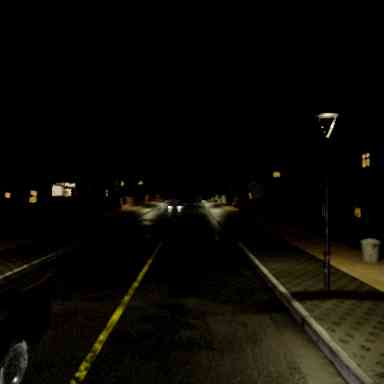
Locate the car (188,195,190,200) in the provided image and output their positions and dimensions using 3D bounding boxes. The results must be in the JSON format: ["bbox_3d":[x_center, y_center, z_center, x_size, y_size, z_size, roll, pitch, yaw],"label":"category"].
[{"bbox_3d":[0.059,1.313,85.345,1.994,1.385,4.181,0,0,0],"label":"car"}]

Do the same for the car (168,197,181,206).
[{"bbox_3d":[-2.773,1.482,53.952,1.812,1.442,4.674,0,0,0],"label":"car"}]

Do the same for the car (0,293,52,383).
[{"bbox_3d":[-2.848,1.600,2.319,1.895,1.301,4.718,0,0,0],"label":"car"}]

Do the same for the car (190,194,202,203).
[{"bbox_3d":[1.008,1.414,67.582,1.882,1.535,5.008,0,0,0],"label":"car"}]
